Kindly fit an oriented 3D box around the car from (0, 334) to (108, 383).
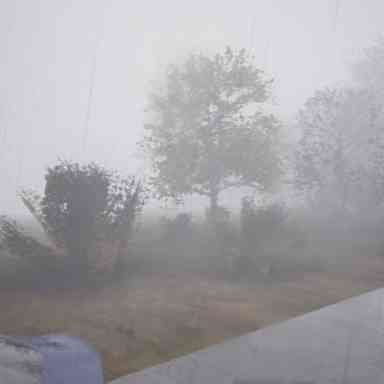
[{"bbox_3d":[-2.552,1.528,1.249,4.674,1.442,1.812,0,0,-36],"label":"car"}]
